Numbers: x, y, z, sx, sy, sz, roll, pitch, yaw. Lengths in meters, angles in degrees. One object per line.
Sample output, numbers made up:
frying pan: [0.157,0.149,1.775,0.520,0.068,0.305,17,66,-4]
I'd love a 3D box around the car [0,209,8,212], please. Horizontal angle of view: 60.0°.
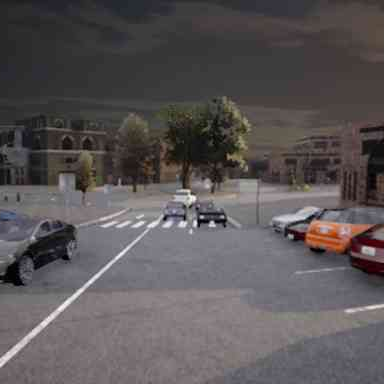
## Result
car: [-10.603,1.474,15.983,5.008,1.535,2.097,-1,0,-18]

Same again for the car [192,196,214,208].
car: [1.409,1.313,35.361,1.895,1.301,4.718,0,2,4]

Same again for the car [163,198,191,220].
car: [-1.318,1.478,27.233,2.033,1.411,5.357,0,1,0]

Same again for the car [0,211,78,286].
car: [-4.824,1.475,9.449,2.128,1.511,4.902,0,0,1]

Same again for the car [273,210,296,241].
car: [6.350,1.471,14.656,4.792,1.488,2.163,1,0,-20]

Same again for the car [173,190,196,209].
car: [-0.799,0.772,39.074,2.150,2.045,5.566,0,2,8]

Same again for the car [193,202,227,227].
car: [1.223,1.558,22.471,1.895,1.301,4.718,0,0,0]

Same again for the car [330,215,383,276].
car: [6.424,1.483,8.781,4.792,1.488,2.163,1,0,-20]

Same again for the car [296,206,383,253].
car: [6.360,1.322,11.711,4.553,1.767,2.185,1,0,-20]

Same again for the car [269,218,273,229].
car: [6.364,1.476,17.619,4.674,1.452,2.002,1,0,-20]
